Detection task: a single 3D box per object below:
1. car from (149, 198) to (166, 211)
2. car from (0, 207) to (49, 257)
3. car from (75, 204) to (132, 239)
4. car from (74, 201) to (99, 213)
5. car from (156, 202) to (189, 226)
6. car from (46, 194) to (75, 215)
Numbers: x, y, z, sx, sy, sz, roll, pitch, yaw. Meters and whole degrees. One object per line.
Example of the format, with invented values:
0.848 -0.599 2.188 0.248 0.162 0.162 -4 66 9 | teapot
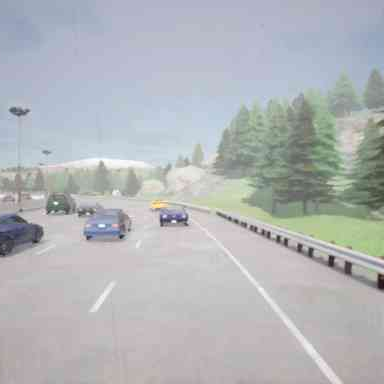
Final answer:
-4.191 1.487 41.093 1.882 1.535 5.008 0 0 -11 | car
-7.454 1.540 12.909 1.812 1.442 4.674 0 0 -4 | car
-4.260 1.556 17.346 2.033 1.411 5.357 0 0 -5 | car
-9.568 1.620 31.623 1.895 1.301 4.718 0 0 -9 | car
-1.388 1.604 23.503 1.895 1.301 4.718 0 0 -6 | car
-13.680 1.248 34.932 2.150 2.045 5.566 0 0 -10 | car
